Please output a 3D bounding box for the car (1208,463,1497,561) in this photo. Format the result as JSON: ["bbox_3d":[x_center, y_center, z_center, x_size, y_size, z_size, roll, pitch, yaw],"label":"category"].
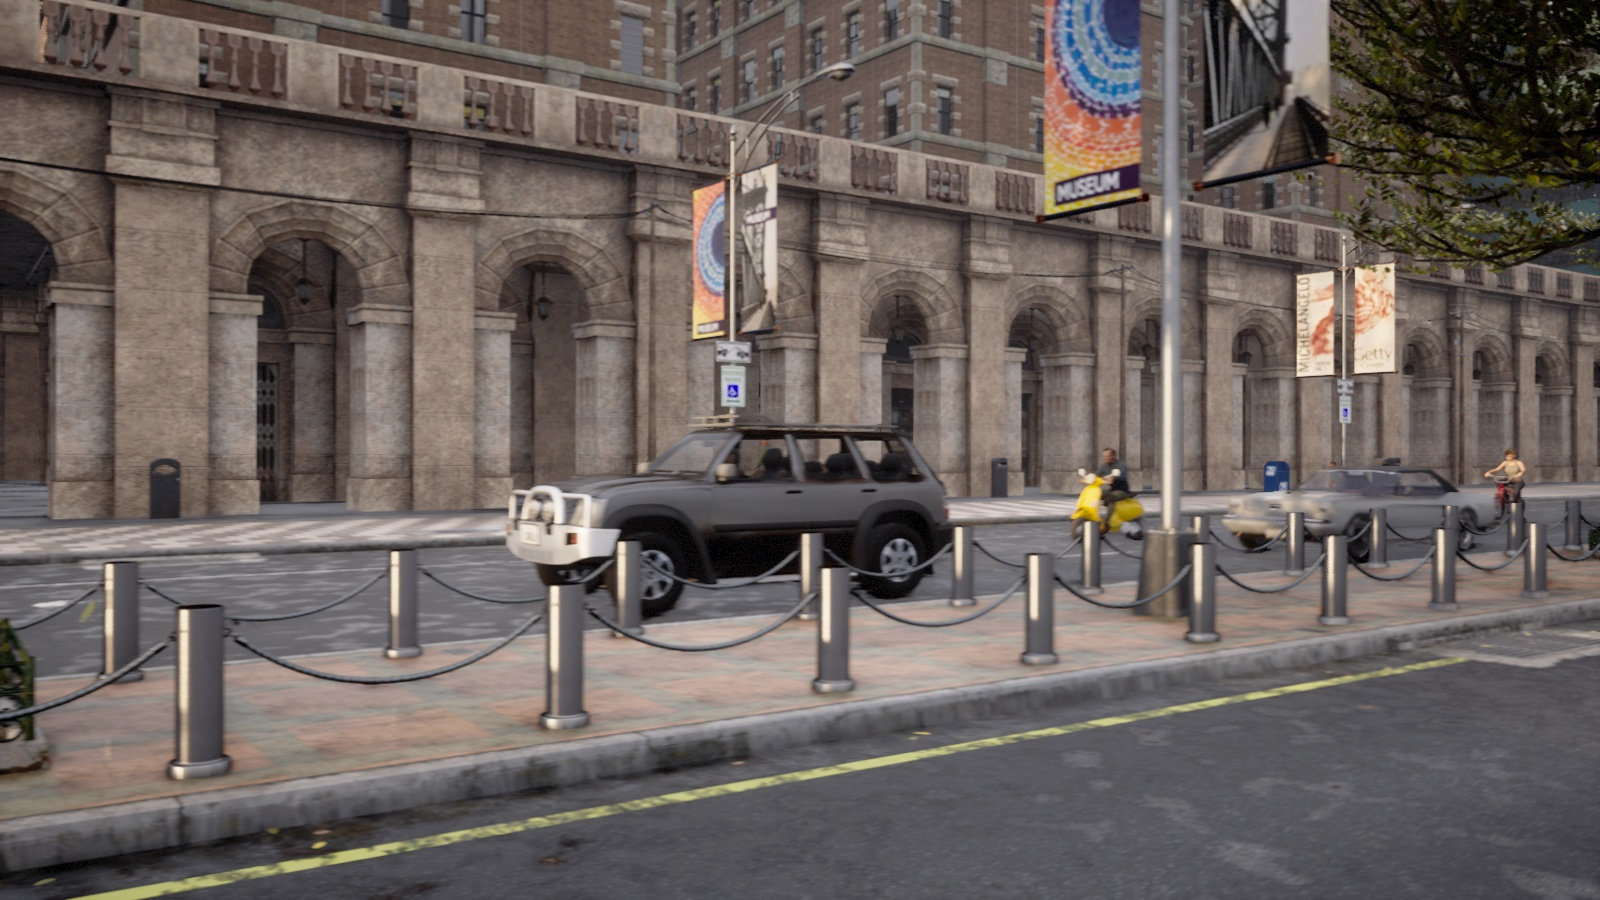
[{"bbox_3d":[8.587,0.875,19.383,4.718,1.301,1.895,0,0,-35],"label":"car"}]

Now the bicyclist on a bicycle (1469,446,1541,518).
[{"bbox_3d":[16.287,0.718,29.013,1.509,1.612,0.866,0,0,-35],"label":"bicyclist on a bicycle"}]

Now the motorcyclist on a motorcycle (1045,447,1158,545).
[{"bbox_3d":[5.109,0.739,21.227,1.817,1.590,0.866,0,0,-35],"label":"motorcyclist on a motorcycle"}]

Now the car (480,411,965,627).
[{"bbox_3d":[-0.698,0.594,12.848,4.605,1.855,1.932,0,0,-34],"label":"car"}]
